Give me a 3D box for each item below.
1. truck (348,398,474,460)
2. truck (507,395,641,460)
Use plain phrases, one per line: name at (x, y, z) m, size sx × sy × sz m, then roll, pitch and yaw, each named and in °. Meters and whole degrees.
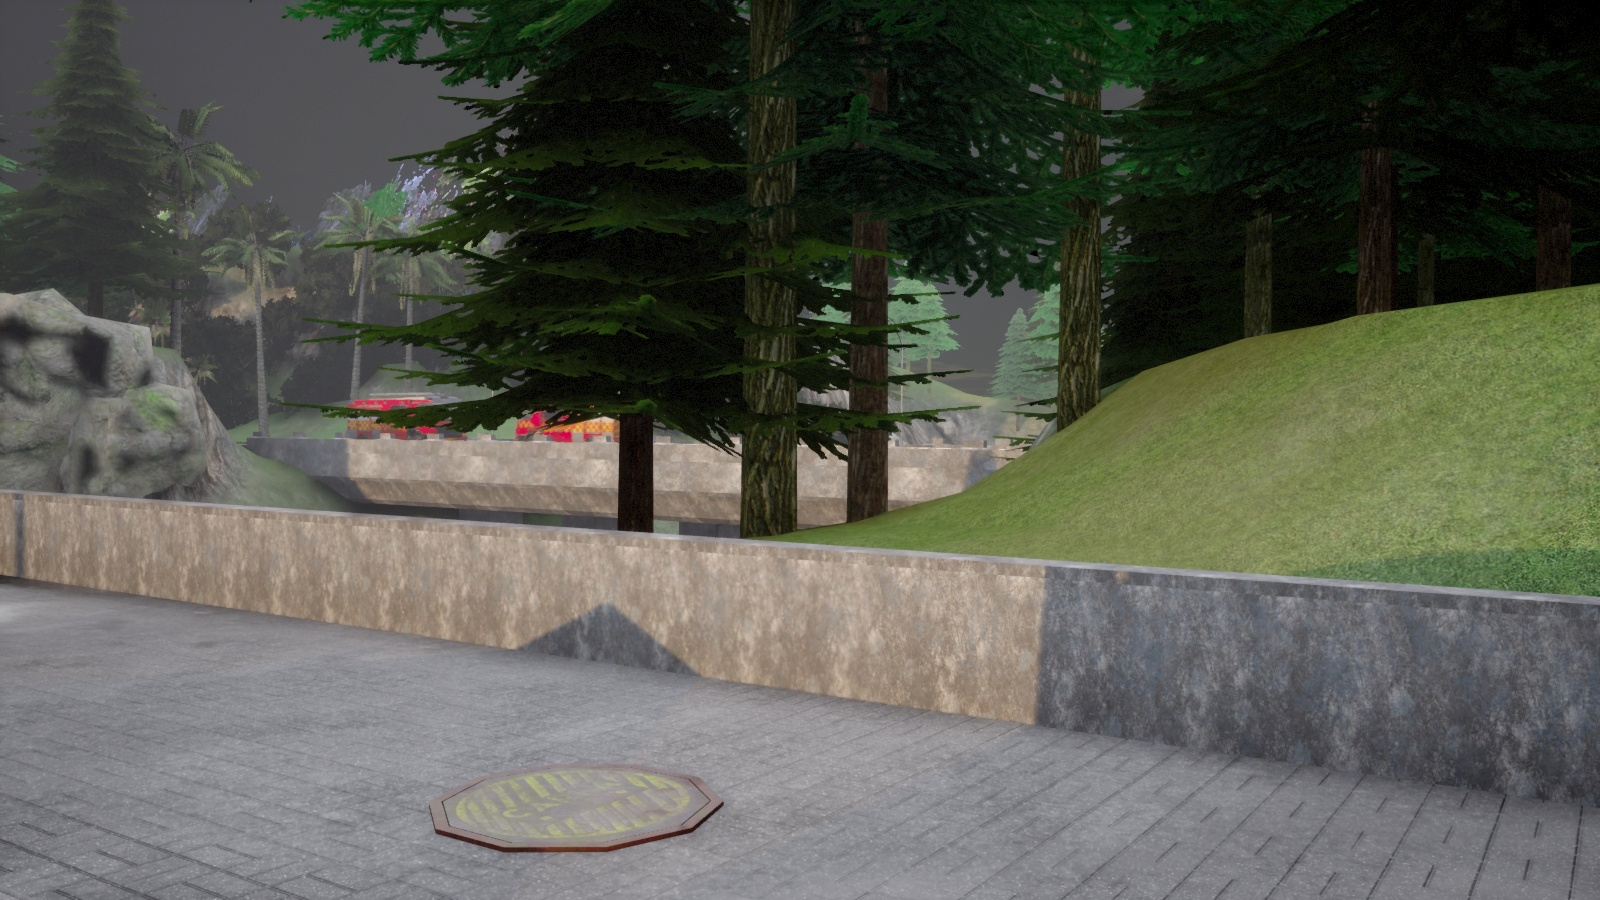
truck at (-24.878, -1.302, 80.140) m, size 8.468 × 3.827 × 2.891 m, roll 0°, pitch 1°, yaw 34°
truck at (-14.083, -1.368, 77.782) m, size 8.468 × 3.827 × 2.891 m, roll 0°, pitch 1°, yaw 34°
